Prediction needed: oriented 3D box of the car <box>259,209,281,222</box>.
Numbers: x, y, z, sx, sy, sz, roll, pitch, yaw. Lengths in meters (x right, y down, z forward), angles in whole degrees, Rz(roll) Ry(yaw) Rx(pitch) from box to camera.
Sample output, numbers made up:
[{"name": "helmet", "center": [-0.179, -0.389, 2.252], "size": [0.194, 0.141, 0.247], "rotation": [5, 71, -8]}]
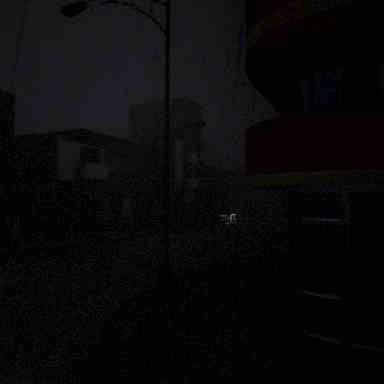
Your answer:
[{"name": "car", "center": [10.115, 2.926, 42.756], "size": [1.882, 1.535, 5.008], "rotation": [-1, -2, 28]}]
